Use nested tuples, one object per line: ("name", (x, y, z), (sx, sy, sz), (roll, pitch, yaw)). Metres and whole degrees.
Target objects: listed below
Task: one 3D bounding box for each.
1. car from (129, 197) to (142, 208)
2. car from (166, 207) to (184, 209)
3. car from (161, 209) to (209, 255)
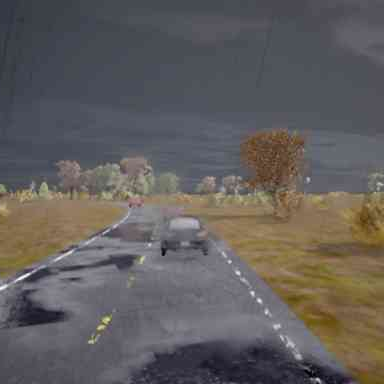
("car", (-11.001, 1.915, 64.253), (2.150, 2.045, 5.566), (0, -1, -13))
("car", (-1.504, 1.900, 28.400), (1.895, 1.301, 4.718), (0, -1, -6))
("car", (-0.340, 1.672, 14.011), (1.812, 1.442, 4.674), (0, 0, -3))
